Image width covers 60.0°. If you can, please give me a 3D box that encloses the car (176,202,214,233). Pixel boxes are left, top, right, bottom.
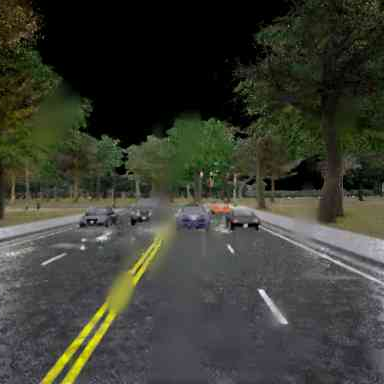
[{"bbox_3d":[0.097,1.567,21.485,2.097,1.767,4.553,0,-1,0],"label":"car"}]

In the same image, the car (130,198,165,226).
[{"bbox_3d":[-3.301,1.479,25.796,2.150,2.045,5.566,0,-1,0],"label":"car"}]

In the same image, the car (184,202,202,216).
[{"bbox_3d":[0.099,1.912,38.746,2.033,1.411,5.357,0,0,0],"label":"car"}]

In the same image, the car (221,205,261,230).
[{"bbox_3d":[3.323,1.829,22.792,1.895,1.301,4.718,0,-1,0],"label":"car"}]

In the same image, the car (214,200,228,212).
[{"bbox_3d":[3.342,1.729,40.202,2.097,1.767,4.553,0,0,0],"label":"car"}]

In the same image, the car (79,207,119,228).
[{"bbox_3d":[-6.564,1.802,23.826,1.994,1.385,4.181,0,-1,0],"label":"car"}]
